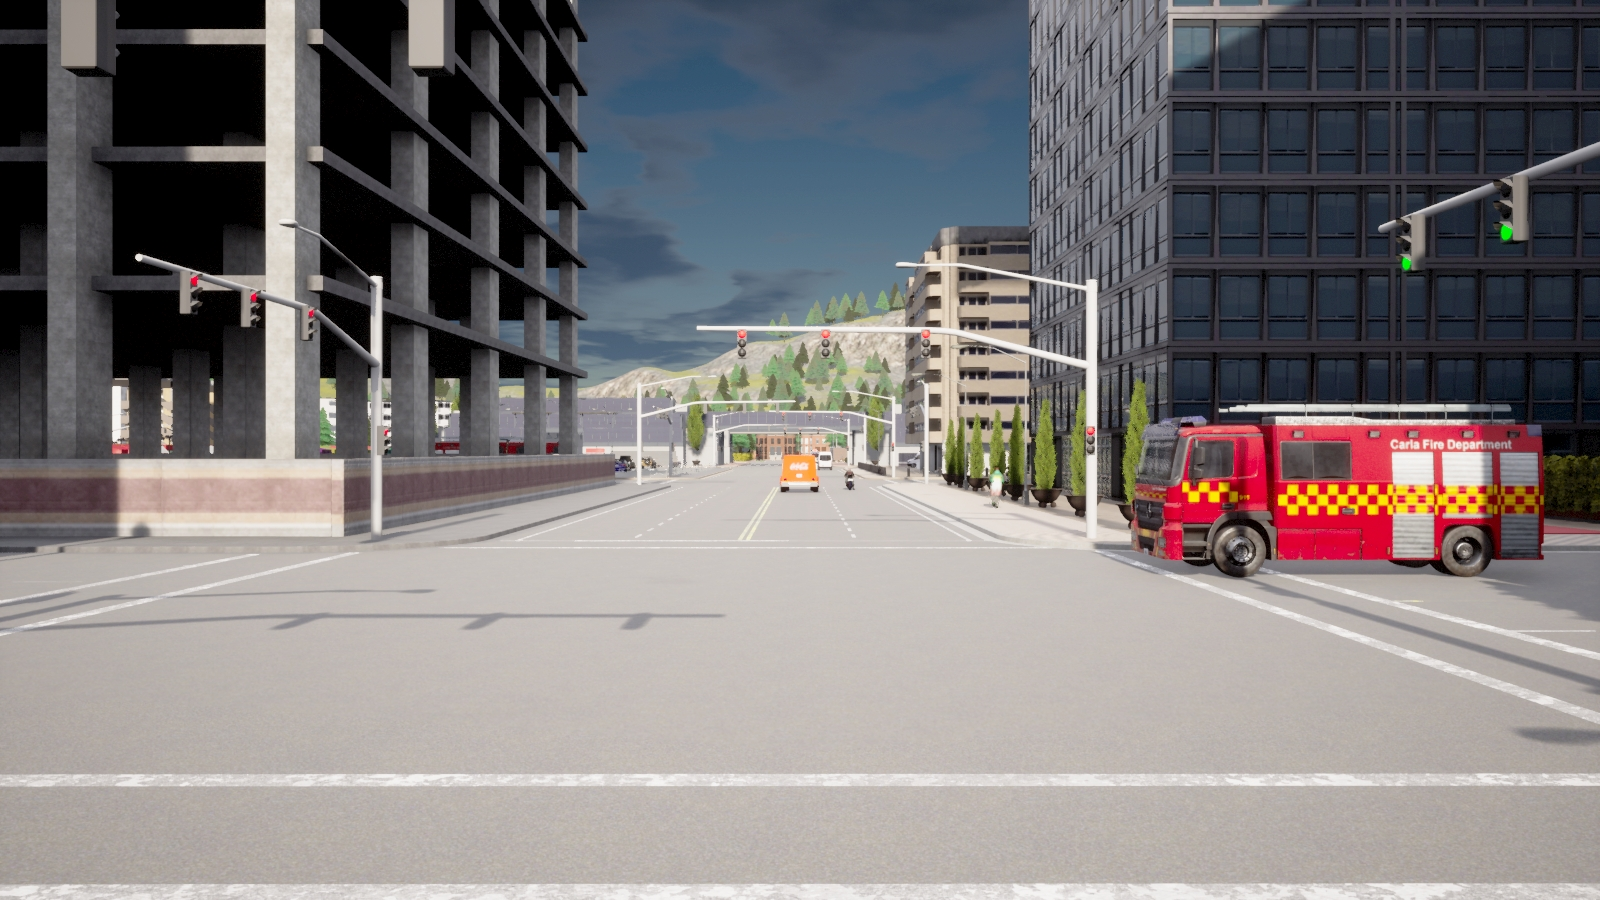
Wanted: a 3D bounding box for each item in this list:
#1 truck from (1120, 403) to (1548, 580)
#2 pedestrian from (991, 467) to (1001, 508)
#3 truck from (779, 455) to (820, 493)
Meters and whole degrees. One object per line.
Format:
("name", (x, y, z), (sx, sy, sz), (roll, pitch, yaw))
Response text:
("truck", (11.970, 0.889, 26.163), (8.468, 3.827, 2.891), (0, 0, -1))
("pedestrian", (8.946, 1.693, 52.065), (0.375, 1.860, 0.375), (0, 0, -1))
("truck", (-0.023, 1.564, 76.782), (2.627, 2.467, 5.204), (0, 0, 0))
